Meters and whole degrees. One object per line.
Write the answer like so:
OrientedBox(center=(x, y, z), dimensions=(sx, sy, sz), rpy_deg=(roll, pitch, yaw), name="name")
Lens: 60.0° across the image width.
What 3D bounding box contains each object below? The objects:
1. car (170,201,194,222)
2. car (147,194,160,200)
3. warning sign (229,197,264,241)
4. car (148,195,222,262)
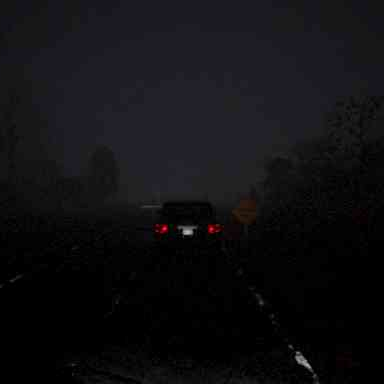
OrientedBox(center=(-0.931, 1.581, 28.592), dimensions=(1.837, 1.490, 4.892), rpy_deg=(0, 0, -3), name="car")
OrientedBox(center=(-6.945, 1.645, 59.453), dimensions=(1.882, 1.535, 5.008), rpy_deg=(0, 0, -7), name="car")
OrientedBox(center=(2.380, 1.152, 14.651), dimensions=(1.300, 1.860, 1.060), rpy_deg=(0, 0, -2), name="warning sign")
OrientedBox(center=(-0.188, 1.255, 12.387), dimensions=(2.150, 2.045, 5.566), rpy_deg=(0, 0, -1), name="car")
